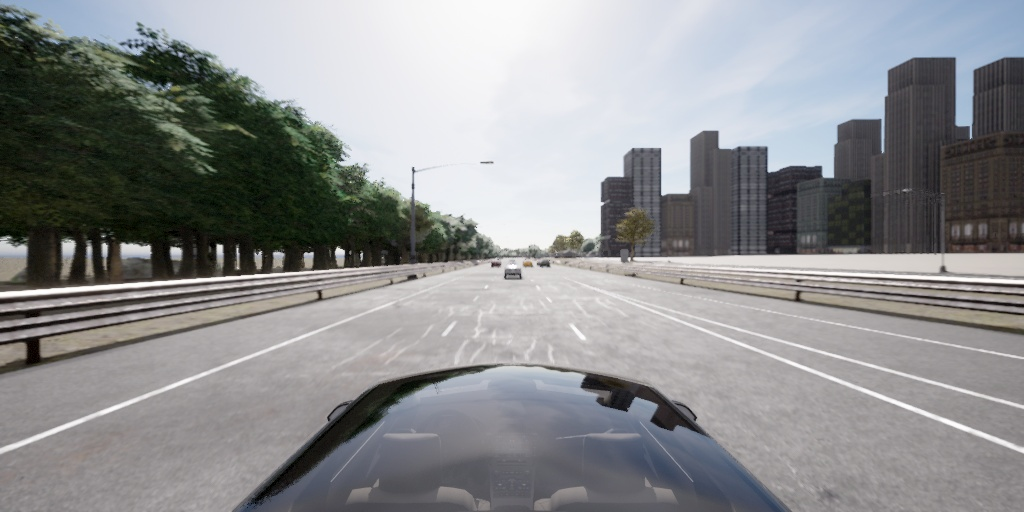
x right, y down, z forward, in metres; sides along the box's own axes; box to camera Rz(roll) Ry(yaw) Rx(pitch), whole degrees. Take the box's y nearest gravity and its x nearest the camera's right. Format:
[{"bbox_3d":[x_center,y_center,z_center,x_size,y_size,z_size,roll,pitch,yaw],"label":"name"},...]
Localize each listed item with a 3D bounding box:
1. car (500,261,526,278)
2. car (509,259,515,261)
[{"bbox_3d":[0.101,1.472,36.821,2.033,1.411,5.357,0,0,0],"label":"car"},{"bbox_3d":[0.080,1.552,56.223,1.812,1.442,4.674,0,0,0],"label":"car"}]
